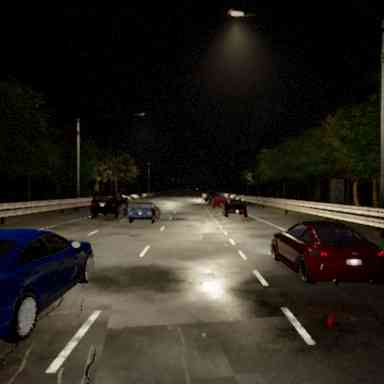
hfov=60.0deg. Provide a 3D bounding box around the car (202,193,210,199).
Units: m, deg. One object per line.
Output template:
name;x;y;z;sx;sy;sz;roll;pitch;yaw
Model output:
car;3.530;1.023;86.375;1.882;1.535;5.008;0;0;0

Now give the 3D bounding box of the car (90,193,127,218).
car;-6.878;1.095;28.235;2.150;2.045;5.566;0;0;0

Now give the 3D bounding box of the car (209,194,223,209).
car;3.515;1.285;42.378;1.882;1.535;5.008;0;0;0

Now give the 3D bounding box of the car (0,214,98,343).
car;-3.398;1.444;6.400;1.882;1.535;5.008;0;0;0

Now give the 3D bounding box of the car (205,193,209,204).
car;3.518;1.252;53.377;1.837;1.490;4.892;0;0;0

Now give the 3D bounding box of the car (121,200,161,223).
car;-3.393;1.437;24.234;2.033;1.411;5.357;0;0;0

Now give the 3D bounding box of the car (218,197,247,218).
car;3.607;1.369;28.780;1.837;1.490;4.892;0;-2;0

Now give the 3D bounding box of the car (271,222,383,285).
car;3.601;1.516;9.389;1.994;1.385;4.181;0;0;0

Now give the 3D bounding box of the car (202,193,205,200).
car;3.522;1.113;64.376;2.033;1.649;4.856;0;0;0
